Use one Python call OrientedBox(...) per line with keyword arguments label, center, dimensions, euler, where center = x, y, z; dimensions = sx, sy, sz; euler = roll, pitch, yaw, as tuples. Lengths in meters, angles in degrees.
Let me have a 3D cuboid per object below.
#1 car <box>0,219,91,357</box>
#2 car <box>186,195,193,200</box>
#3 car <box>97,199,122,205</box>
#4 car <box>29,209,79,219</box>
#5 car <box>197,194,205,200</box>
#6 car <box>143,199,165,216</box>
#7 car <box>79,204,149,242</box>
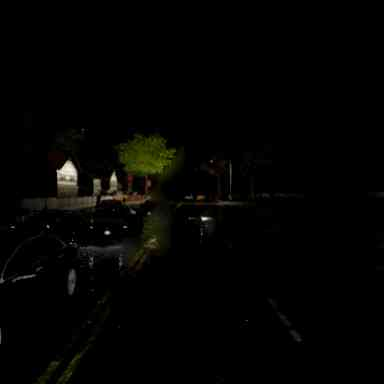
OrientedBox(label="car", center=(-3.386, 1.476, 5.540), dimensions=(1.837, 1.490, 4.892), euler=(0, 0, 0))
OrientedBox(label="car", center=(-0.745, 1.647, 90.126), dimensions=(1.895, 1.301, 4.718), euler=(0, -1, -1))
OrientedBox(label="car", center=(-6.754, 1.360, 27.592), dimensions=(1.812, 1.442, 4.674), euler=(0, 1, 0))
OrientedBox(label="car", center=(-6.710, 1.507, 15.876), dimensions=(1.895, 1.301, 4.718), euler=(0, 0, -1))
OrientedBox(label="car", center=(2.499, 1.408, 90.976), dimensions=(1.882, 1.535, 5.008), euler=(0, -1, -1))
OrientedBox(label="car", center=(-3.502, 1.360, 29.902), dimensions=(2.033, 1.411, 5.357), euler=(0, 0, 0))
OrientedBox(label="car", center=(-3.452, 1.460, 15.576), dimensions=(1.994, 1.385, 4.181), euler=(0, 0, 0))
